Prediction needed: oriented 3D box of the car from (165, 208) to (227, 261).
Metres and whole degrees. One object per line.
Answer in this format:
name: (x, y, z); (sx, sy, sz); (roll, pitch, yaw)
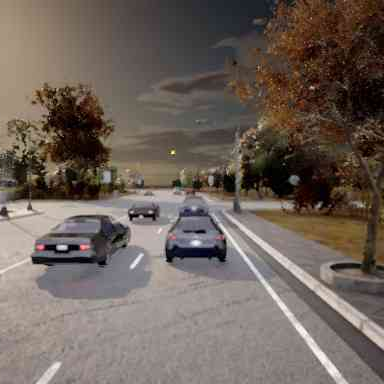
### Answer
car: (0.118, 1.475, 11.922); (1.994, 1.385, 4.181); (0, 0, 0)

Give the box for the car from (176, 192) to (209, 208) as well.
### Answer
car: (0.130, 1.093, 24.005); (2.097, 1.767, 4.553); (0, 1, 0)

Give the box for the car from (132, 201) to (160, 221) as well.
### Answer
car: (-3.389, 1.335, 24.347); (1.895, 1.301, 4.718); (0, 1, -1)

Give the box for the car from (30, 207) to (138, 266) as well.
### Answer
car: (-3.384, 1.467, 11.169); (2.033, 1.411, 5.357); (0, 1, 0)

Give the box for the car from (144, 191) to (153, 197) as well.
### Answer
car: (-10.516, 0.388, 80.882); (1.994, 1.385, 4.181); (0, 1, -1)

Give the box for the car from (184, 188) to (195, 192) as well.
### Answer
car: (-0.354, -0.156, 91.087); (2.150, 2.045, 5.566); (0, 1, -4)

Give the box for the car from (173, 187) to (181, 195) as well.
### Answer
car: (-3.898, 0.158, 91.786); (1.994, 1.385, 4.181); (0, 1, -4)
